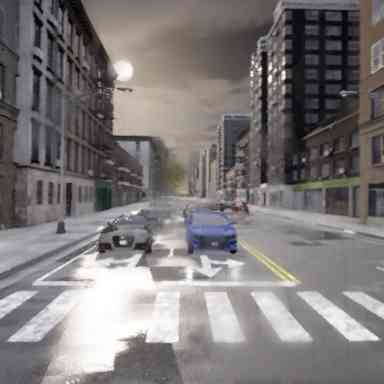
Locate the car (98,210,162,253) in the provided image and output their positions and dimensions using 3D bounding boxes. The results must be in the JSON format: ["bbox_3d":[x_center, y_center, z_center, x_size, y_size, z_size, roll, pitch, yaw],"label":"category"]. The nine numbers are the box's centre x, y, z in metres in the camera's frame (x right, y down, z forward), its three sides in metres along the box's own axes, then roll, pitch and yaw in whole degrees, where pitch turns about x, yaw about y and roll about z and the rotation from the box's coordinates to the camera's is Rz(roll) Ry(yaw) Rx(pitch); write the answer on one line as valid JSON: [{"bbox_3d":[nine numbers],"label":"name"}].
[{"bbox_3d":[-2.512,1.639,13.845,1.994,1.385,4.181,1,-1,-2],"label":"car"}]

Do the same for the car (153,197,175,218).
[{"bbox_3d":[-3.057,1.608,32.632,2.097,1.767,4.553,1,-1,-2],"label":"car"}]

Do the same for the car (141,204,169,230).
[{"bbox_3d":[-2.770,1.762,22.606,1.895,1.301,4.718,1,-1,-2],"label":"car"}]

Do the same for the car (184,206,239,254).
[{"bbox_3d":[0.731,1.588,14.253,1.882,1.535,5.008,1,-1,-2],"label":"car"}]

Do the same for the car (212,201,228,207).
[{"bbox_3d":[3.243,1.930,44.129,1.837,1.490,4.892,1,-1,-1],"label":"car"}]

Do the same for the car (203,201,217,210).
[{"bbox_3d":[2.883,2.118,54.503,1.895,1.301,4.718,1,-1,-2],"label":"car"}]

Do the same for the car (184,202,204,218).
[{"bbox_3d":[0.131,1.812,34.774,1.837,1.490,4.892,1,-1,-2],"label":"car"}]

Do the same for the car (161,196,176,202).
[{"bbox_3d":[-3.357,1.576,43.287,2.150,2.045,5.566,1,-1,-5],"label":"car"}]

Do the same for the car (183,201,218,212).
[{"bbox_3d":[0.424,1.702,24.510,2.128,1.511,4.902,1,-1,-2],"label":"car"}]

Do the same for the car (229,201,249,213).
[{"bbox_3d":[6.473,1.986,44.510,1.812,1.442,4.674,1,-1,-1],"label":"car"}]
